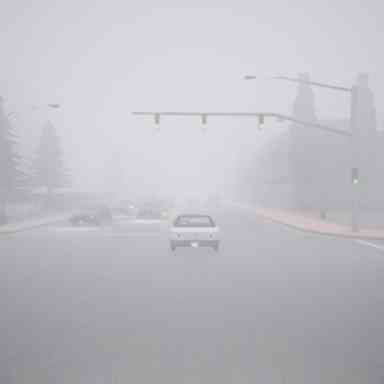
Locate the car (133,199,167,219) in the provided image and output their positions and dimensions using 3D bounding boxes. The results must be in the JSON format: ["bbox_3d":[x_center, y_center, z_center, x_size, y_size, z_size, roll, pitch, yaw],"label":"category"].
[{"bbox_3d":[-3.586,1.566,29.000,1.994,1.385,4.181,0,0,0],"label":"car"}]

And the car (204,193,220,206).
[{"bbox_3d":[3.501,1.225,56.341,2.150,2.045,5.566,0,0,0],"label":"car"}]

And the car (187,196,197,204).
[{"bbox_3d":[0.001,1.533,66.993,1.812,1.442,4.674,0,0,0],"label":"car"}]

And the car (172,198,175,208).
[{"bbox_3d":[-3.499,1.494,47.914,2.128,1.511,4.902,0,0,0],"label":"car"}]

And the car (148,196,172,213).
[{"bbox_3d":[-3.580,1.507,37.717,1.837,1.490,4.892,0,0,-1],"label":"car"}]

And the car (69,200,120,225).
[{"bbox_3d":[-7.138,1.549,24.316,2.033,1.411,5.357,0,0,2],"label":"car"}]

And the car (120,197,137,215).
[{"bbox_3d":[-7.082,1.550,34.387,2.033,1.411,5.357,0,0,0],"label":"car"}]

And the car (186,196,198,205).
[{"bbox_3d":[0.001,1.529,56.684,1.812,1.442,4.674,0,0,0],"label":"car"}]

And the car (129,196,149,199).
[{"bbox_3d":[-7.016,1.567,44.364,1.994,1.385,4.181,0,0,1],"label":"car"}]

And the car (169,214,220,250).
[{"bbox_3d":[0.100,1.602,14.231,1.895,1.301,4.718,0,0,0],"label":"car"}]

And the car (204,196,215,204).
[{"bbox_3d":[3.501,1.573,66.993,1.994,1.385,4.181,0,0,0],"label":"car"}]

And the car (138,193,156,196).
[{"bbox_3d":[-6.999,1.225,54.856,2.150,2.045,5.566,0,0,0],"label":"car"}]
